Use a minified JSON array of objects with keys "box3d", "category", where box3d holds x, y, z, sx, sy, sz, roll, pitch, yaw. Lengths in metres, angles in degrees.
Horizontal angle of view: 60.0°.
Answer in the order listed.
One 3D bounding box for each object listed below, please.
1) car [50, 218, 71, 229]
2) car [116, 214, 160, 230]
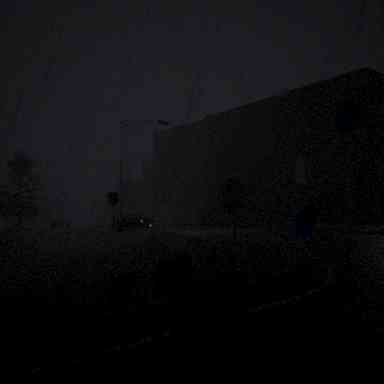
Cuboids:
[{"box3d":[-18.576,4.463,46.826,2.128,1.511,4.902,0,-6,-36],"category":"car"},{"box3d":[-4.561,2.492,27.892,1.895,1.301,4.718,1,-5,-37],"category":"car"}]
